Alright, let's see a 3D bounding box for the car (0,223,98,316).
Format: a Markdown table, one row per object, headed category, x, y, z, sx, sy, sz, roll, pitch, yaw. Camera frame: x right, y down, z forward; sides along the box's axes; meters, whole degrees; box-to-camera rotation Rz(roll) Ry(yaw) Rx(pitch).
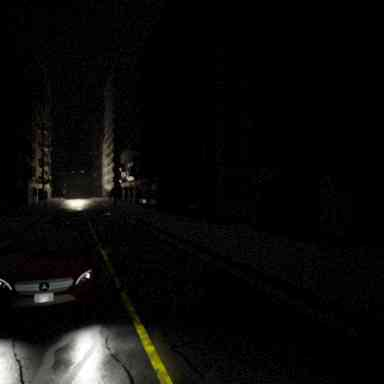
| category | x | y | z | sx | sy | sz | roll | pitch | yaw |
| --- | --- | --- | --- | --- | --- | --- | --- | --- | --- |
| car | -3.271 | 1.516 | 7.786 | 1.812 | 1.442 | 4.674 | 0 | 0 | -20 |
